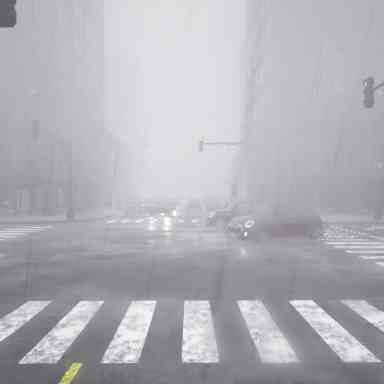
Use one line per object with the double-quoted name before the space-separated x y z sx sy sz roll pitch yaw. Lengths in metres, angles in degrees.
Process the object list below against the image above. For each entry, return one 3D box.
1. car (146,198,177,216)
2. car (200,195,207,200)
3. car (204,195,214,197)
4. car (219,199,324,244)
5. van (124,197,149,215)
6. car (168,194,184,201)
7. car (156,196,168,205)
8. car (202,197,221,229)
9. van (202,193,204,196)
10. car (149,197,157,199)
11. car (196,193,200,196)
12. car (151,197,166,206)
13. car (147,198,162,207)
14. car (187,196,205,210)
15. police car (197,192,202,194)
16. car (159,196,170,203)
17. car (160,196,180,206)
"car" -2.940 1.602 33.206 1.895 1.301 4.718 0 0 3
"car" 3.108 1.557 90.084 1.947 1.339 4.313 0 0 0
"car" 2.883 1.443 44.730 1.967 1.590 4.097 0 0 0
"car" 3.897 1.357 15.692 4.553 1.767 2.097 0 0 -22
"van" -5.698 1.343 33.431 1.690 1.788 3.998 0 0 0
"car" -2.829 1.550 53.879 2.033 1.411 5.357 0 0 1
"car" -5.559 1.526 61.602 1.752 1.417 4.829 0 0 0
"car" 3.075 1.351 20.667 4.553 1.767 2.097 0 0 0
"van" 2.939 1.343 56.068 1.690 1.788 3.998 0 0 0
"car" -5.670 1.442 39.100 1.967 1.590 4.097 0 0 0
"car" 0.365 1.525 67.545 1.812 1.442 4.674 0 0 1
"car" -5.586 1.568 56.105 1.947 1.339 4.313 0 0 0
"car" -5.614 1.584 50.436 1.802 1.307 4.206 0 0 0
"car" 0.277 1.550 42.365 2.033 1.411 5.357 0 0 1
"police car" 2.754 1.420 79.498 1.930 1.638 5.238 0 0 0
"car" -5.530 1.566 67.441 1.947 1.339 4.313 0 0 0
"car" -2.890 1.603 43.189 1.895 1.301 4.718 0 0 1
